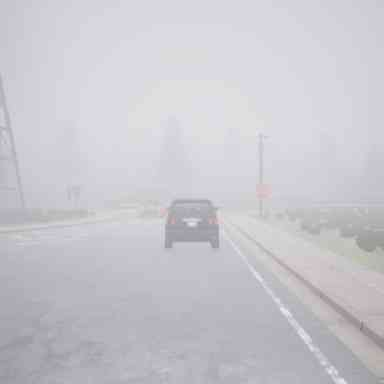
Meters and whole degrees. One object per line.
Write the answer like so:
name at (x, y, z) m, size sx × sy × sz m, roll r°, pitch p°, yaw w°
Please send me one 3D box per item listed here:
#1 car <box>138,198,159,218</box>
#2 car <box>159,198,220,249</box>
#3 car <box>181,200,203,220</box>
car at (-3.500, 1.401, 29.690) m, size 2.097 × 1.767 × 4.553 m, roll 0°, pitch 0°, yaw 0°
car at (0.000, 1.255, 14.680) m, size 2.150 × 2.045 × 5.566 m, roll 0°, pitch 0°, yaw 0°
car at (0.000, 1.514, 29.650) m, size 1.837 × 1.490 × 4.892 m, roll 0°, pitch 0°, yaw 0°
